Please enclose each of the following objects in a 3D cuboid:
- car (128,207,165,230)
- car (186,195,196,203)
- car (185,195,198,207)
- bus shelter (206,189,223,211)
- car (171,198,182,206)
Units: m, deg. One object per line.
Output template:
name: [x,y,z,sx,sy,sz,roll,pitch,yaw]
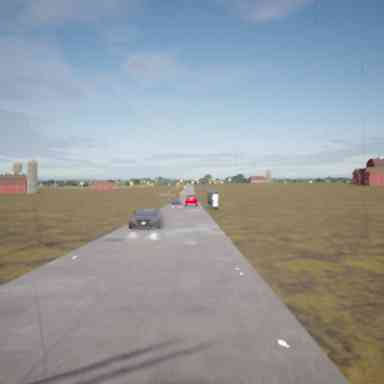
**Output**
car: [-2.883,1.667,21.714,1.994,1.385,4.181,0,0,0]
car: [-0.122,1.489,72.351,2.097,1.767,4.553,0,0,0]
car: [-0.090,1.502,58.138,2.150,2.045,5.566,0,-2,1]
bus shelter: [3.100,1.098,46.839,1.920,2.740,3.880,2,2,0]
car: [-2.886,1.834,62.433,1.994,1.385,4.181,0,0,0]
